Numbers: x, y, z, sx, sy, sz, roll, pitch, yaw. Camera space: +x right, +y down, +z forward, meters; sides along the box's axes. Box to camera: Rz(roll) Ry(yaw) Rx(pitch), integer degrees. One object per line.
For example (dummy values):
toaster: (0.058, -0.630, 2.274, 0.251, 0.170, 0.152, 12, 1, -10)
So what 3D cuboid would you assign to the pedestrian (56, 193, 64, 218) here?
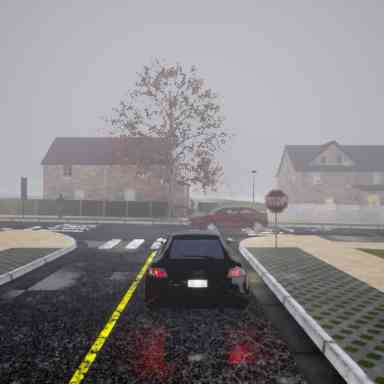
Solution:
pedestrian: (-9.742, 1.021, 24.640, 0.375, 1.860, 0.375, 0, -2, 0)

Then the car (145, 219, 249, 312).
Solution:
car: (0.076, 1.565, 7.807, 1.994, 1.385, 4.181, 0, 0, -1)

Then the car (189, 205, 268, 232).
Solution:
car: (2.222, 1.573, 20.247, 5.008, 1.535, 1.882, 1, -1, -21)
